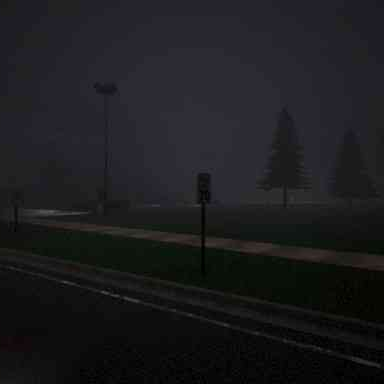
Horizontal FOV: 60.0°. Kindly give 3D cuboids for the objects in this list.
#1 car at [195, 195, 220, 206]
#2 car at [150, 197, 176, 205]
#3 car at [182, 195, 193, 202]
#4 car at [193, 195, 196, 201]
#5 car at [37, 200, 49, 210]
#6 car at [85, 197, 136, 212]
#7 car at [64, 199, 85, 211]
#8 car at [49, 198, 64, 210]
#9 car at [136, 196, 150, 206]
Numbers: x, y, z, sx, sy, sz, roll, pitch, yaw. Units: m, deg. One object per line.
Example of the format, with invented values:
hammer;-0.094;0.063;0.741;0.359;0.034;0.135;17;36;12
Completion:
car;2.999;1.564;55.545;1.994;1.385;4.181;0;0;35
car;-4.569;1.563;56.943;1.994;1.385;4.181;0;0;35
car;-0.156;1.288;69.204;1.882;1.535;5.008;0;0;35
car;2.951;1.547;61.543;2.033;1.411;5.357;0;0;35
car;-17.980;1.525;43.906;1.812;1.442;4.674;0;0;35
car;-9.225;1.491;38.103;2.128;1.511;4.902;0;0;35
car;-12.367;1.600;39.719;1.895;1.301;4.718;0;0;35
car;-15.160;1.563;41.830;1.994;1.385;4.181;0;0;35
car;-9.006;1.503;56.712;1.837;1.490;4.892;0;0;35
